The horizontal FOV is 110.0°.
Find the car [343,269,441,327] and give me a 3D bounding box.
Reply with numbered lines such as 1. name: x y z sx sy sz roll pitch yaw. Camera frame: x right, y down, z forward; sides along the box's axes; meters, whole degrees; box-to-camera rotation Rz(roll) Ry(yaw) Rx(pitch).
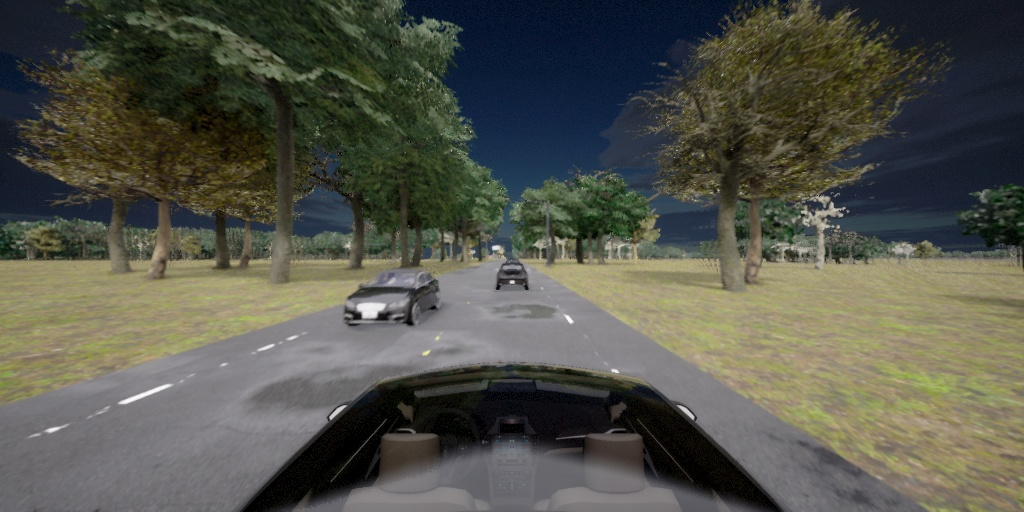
1. car: -3.508 1.182 11.315 2.128 1.511 4.902 0 0 0

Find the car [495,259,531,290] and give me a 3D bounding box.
1. car: 0.031 1.128 21.470 1.837 1.490 4.892 0 1 0
